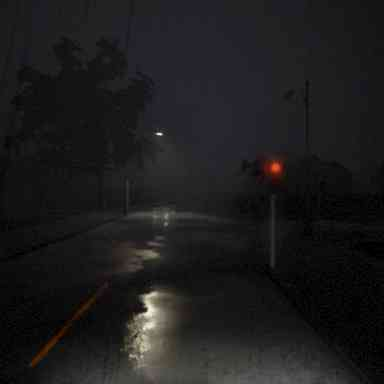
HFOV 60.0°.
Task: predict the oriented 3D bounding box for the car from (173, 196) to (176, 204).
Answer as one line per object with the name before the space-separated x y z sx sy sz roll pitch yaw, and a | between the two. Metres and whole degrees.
car | -4.046 1.388 61.793 1.837 1.490 4.892 0 1 1

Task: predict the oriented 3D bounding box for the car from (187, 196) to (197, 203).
car | -0.007 1.485 63.118 1.895 1.301 4.718 0 0 0

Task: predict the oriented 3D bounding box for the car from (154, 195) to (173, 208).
car | -4.091 1.420 46.077 1.837 1.490 4.892 0 0 0
